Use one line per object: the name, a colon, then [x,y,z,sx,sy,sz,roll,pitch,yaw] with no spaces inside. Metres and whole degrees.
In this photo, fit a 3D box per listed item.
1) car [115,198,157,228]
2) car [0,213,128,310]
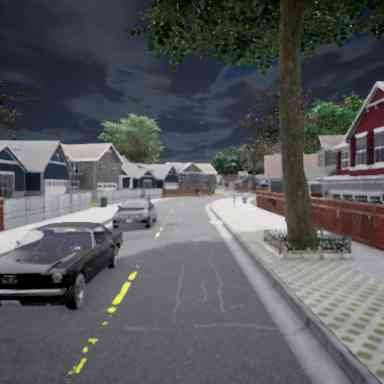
car: [-2.988,1.060,18.155,1.812,1.442,4.674,0,1,0]
car: [-2.915,1.409,7.502,1.895,1.301,4.718,0,1,-1]
